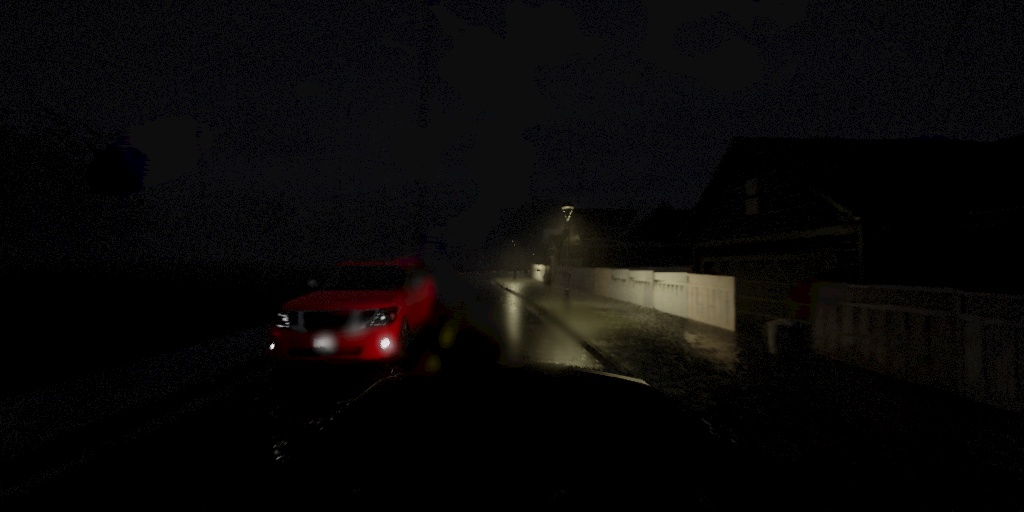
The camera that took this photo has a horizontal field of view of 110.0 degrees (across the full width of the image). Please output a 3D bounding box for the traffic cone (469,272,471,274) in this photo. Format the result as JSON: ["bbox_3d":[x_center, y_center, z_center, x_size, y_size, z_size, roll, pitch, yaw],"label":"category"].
[{"bbox_3d":[-6.700,2.604,57.174,0.340,0.580,0.340,0,0,8],"label":"traffic cone"}]

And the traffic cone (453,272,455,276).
[{"bbox_3d":[-7.576,2.377,46.994,0.340,0.580,0.340,0,0,7],"label":"traffic cone"}]

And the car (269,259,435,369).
[{"bbox_3d":[-3.189,1.075,8.485,2.150,2.045,5.566,0,-1,-4],"label":"car"}]

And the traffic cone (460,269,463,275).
[{"bbox_3d":[-7.263,2.487,52.093,0.340,0.580,0.340,0,0,5],"label":"traffic cone"}]
